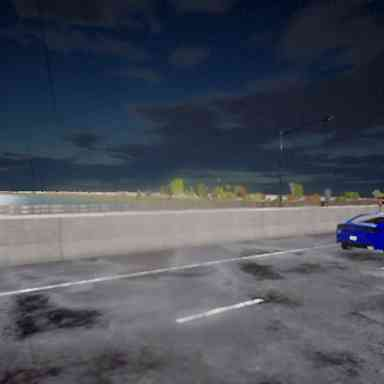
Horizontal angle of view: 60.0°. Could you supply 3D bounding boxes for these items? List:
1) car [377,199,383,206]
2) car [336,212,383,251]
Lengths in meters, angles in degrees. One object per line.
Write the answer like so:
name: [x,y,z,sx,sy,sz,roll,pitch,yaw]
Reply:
car: [30.367,1.670,50.292,5.566,2.045,2.150,1,0,-33]
car: [7.992,1.587,13.690,5.008,1.535,1.882,1,-1,-35]
